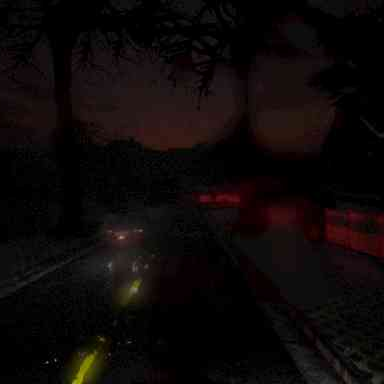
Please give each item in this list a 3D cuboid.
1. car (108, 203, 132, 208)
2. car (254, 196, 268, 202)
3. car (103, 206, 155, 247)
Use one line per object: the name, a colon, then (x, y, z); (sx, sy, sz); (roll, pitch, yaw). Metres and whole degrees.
car: (-9.565, 2.205, 46.355); (4.181, 1.385, 1.994); (0, 2, -22)
car: (12.499, 1.699, 57.365); (5.566, 2.045, 2.150); (-1, 3, -32)
car: (-2.875, 1.655, 16.049); (2.128, 1.511, 4.902); (0, -1, 0)
